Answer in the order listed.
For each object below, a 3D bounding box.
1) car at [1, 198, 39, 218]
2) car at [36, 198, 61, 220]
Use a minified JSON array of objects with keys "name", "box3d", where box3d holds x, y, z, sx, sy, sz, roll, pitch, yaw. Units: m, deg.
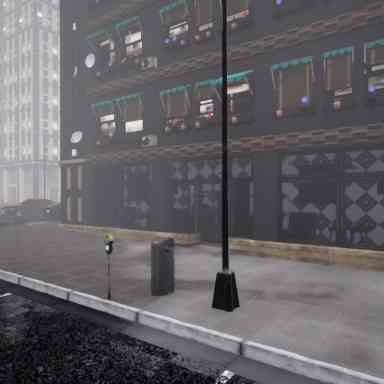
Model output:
[{"name":"car","box3d":[-12.897,1.262,27.047,1.812,1.442,4.674,0,1,35]},{"name":"car","box3d":[-8.261,1.279,23.555,1.947,1.339,4.313,1,1,35]}]
